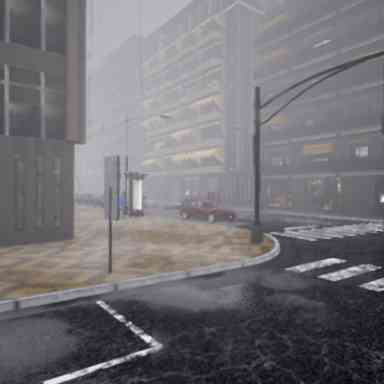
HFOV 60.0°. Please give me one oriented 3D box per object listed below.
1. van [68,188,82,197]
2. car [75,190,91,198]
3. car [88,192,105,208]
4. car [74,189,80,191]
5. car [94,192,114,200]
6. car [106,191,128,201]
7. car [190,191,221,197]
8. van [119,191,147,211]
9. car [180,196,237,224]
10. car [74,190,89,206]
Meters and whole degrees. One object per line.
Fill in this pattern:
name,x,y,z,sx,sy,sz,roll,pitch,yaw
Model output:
van,-25.466,0.160,72.177,1.690,1.788,3.998,1,0,-36
car,-22.248,0.429,67.737,1.752,1.417,4.829,1,0,-36
car,-8.986,0.936,35.206,1.887,1.381,4.507,1,0,-36
car,-15.533,0.743,44.223,1.752,1.417,4.829,1,0,-36
car,-15.502,0.648,58.444,1.947,1.339,4.313,1,0,-36
car,-12.176,0.611,53.867,1.967,1.590,4.097,1,0,-36
car,1.120,0.837,35.556,2.192,1.841,5.009,1,0,-36
van,-5.658,0.820,30.627,1.690,1.788,3.998,1,0,-36
car,0.983,1.200,21.473,1.887,1.381,4.507,1,0,-36
car,-12.309,0.848,39.783,1.887,1.381,4.507,1,0,-36
